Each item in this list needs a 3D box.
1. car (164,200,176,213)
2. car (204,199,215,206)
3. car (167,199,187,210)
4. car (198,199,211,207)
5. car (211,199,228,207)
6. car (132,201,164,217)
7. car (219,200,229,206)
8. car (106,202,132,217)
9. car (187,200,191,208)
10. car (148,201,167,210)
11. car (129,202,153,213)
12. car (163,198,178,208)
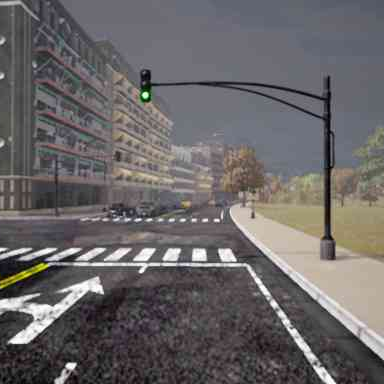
[{"bbox_3d":[-3.967,2.145,46.130,1.895,1.301,4.718,0,-1,7],"label":"car"},{"bbox_3d":[4.209,2.448,78.364,1.882,1.535,5.008,0,-1,11],"label":"car"},{"bbox_3d":[-2.760,2.223,55.705,2.033,1.411,5.357,0,-1,8],"label":"car"},{"bbox_3d":[2.399,2.353,68.162,2.128,1.511,4.902,0,-1,9],"label":"car"},{"bbox_3d":[5.613,2.404,67.677,2.033,1.411,5.357,0,-1,9],"label":"car"},{"bbox_3d":[-4.854,1.774,37.185,2.097,1.767,4.553,0,-1,5],"label":"car"},{"bbox_3d":[7.484,2.501,78.174,1.812,1.442,4.674,0,-1,11],"label":"car"},{"bbox_3d":[-8.098,1.928,37.403,1.837,1.490,4.892,0,-1,5],"label":"car"},{"bbox_3d":[-1.463,2.283,64.602,1.882,1.535,5.008,0,-1,9],"label":"car"},{"bbox_3d":[-5.831,2.242,57.173,2.033,1.411,5.357,0,-1,8],"label":"car"},{"bbox_3d":[-7.122,2.103,47.100,2.033,1.411,5.357,0,-1,6],"label":"car"},{"bbox_3d":[-4.319,2.195,67.310,2.097,1.767,4.553,0,-1,9],"label":"car"}]
